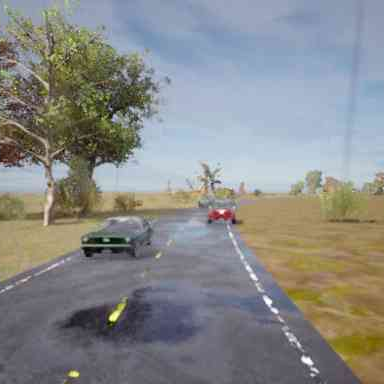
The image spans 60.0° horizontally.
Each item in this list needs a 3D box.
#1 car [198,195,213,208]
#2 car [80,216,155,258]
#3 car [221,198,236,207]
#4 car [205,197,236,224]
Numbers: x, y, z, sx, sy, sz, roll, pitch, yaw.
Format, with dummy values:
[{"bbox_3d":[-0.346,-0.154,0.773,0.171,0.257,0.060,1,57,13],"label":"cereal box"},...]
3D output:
[{"bbox_3d":[2.484,1.495,55.155,2.150,2.045,5.566,0,0,12],"label":"car"},{"bbox_3d":[-2.718,1.665,13.146,1.895,1.301,4.718,0,0,3],"label":"car"},{"bbox_3d":[6.785,1.855,61.226,2.033,1.411,5.357,0,0,13],"label":"car"},{"bbox_3d":[2.355,1.492,26.323,2.097,1.767,4.553,0,0,6],"label":"car"}]
